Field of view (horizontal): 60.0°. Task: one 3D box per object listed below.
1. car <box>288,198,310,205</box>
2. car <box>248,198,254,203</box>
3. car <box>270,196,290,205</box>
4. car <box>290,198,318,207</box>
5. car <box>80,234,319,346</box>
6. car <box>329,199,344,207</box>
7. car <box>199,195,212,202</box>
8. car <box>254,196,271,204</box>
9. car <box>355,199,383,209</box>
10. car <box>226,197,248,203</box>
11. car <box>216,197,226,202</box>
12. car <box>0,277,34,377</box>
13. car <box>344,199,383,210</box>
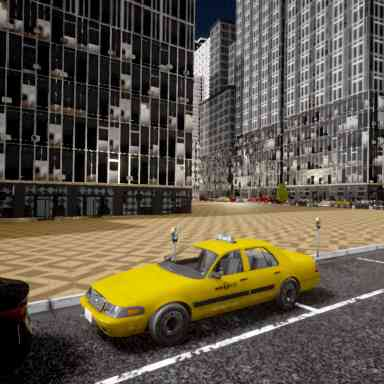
[{"bbox_3d":[21.463,1.927,66.916,2.008,1.369,4.403,1,-1,-22],"label":"car"},{"bbox_3d":[15.133,2.052,82.460,1.802,1.307,4.206,1,-1,-22],"label":"car"},{"bbox_3d":[16.284,1.636,58.749,1.967,1.590,4.097,1,-1,-22],"label":"car"},{"bbox_3d":[18.391,1.716,53.568,2.008,1.369,4.403,1,-1,-22],"label":"car"},{"bbox_3d":[0.435,1.528,6.341,4.829,1.417,1.752,0,1,-35],"label":"car"},{"bbox_3d":[25.619,1.840,56.711,1.752,1.417,4.829,1,-1,-22],"label":"car"},{"bbox_3d":[3.632,1.698,89.824,2.192,1.841,5.009,1,-1,-22],"label":"car"},{"bbox_3d":[17.247,1.754,77.282,2.192,1.841,5.009,1,-1,-22],"label":"car"},{"bbox_3d":[27.793,1.833,51.372,2.008,1.369,4.403,1,-1,-22],"label":"car"},{"bbox_3d":[9.957,1.730,74.286,1.967,1.590,4.097,1,-1,-22],"label":"car"},{"bbox_3d":[7.911,1.845,79.306,1.752,1.417,4.829,1,-1,-22],"label":"car"},{"bbox_3d":[-3.928,1.565,3.283,4.313,1.339,1.947,0,1,-36],"label":"car"},{"bbox_3d":[22.609,1.653,43.210,2.008,1.369,4.403,1,-1,-22],"label":"car"}]
